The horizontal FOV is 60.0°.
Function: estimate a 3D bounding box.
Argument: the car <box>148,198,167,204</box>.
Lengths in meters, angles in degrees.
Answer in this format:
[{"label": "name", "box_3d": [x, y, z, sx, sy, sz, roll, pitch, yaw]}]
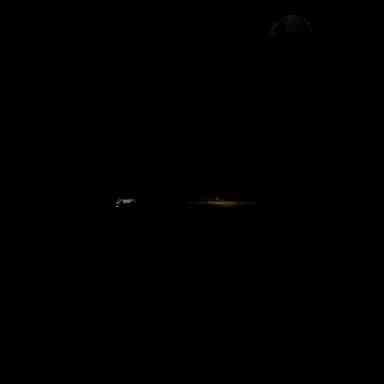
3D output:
[{"label": "car", "box_3d": [-7.443, 2.018, 72.548, 1.895, 1.301, 4.718, -1, -1, 35]}]

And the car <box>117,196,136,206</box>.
[{"label": "car", "box_3d": [-13.882, 1.771, 68.093, 2.150, 2.045, 5.566, -1, -1, 35]}]

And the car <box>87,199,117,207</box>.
[{"label": "car", "box_3d": [-16.483, 1.937, 59.513, 2.128, 1.511, 4.902, -1, -1, 35]}]
